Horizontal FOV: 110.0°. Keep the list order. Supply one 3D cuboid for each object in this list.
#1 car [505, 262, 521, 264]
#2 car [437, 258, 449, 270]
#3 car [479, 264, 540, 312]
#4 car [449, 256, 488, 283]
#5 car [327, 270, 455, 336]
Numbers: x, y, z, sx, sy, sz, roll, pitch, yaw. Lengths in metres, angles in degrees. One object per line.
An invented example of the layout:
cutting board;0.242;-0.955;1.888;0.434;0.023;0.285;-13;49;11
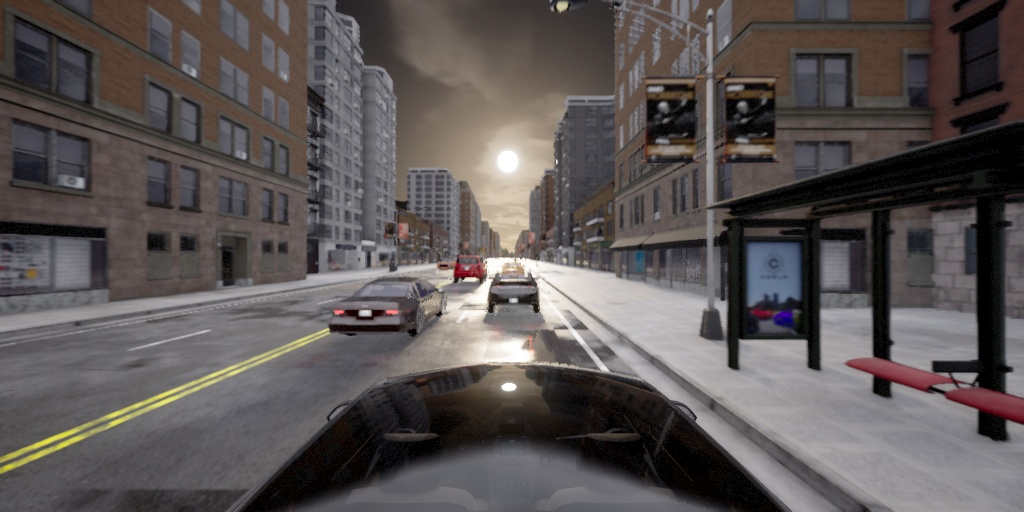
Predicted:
car;0.080;1.237;31.123;1.882;1.535;5.008;0;0;0
car;-9.815;1.123;53.568;2.097;1.767;4.553;0;0;0
car;0.072;1.246;14.228;2.128;1.511;4.902;0;0;0
car;-3.185;0.982;28.127;2.150;2.045;5.566;0;0;0
car;-3.205;1.300;10.386;2.033;1.411;5.357;0;0;0
